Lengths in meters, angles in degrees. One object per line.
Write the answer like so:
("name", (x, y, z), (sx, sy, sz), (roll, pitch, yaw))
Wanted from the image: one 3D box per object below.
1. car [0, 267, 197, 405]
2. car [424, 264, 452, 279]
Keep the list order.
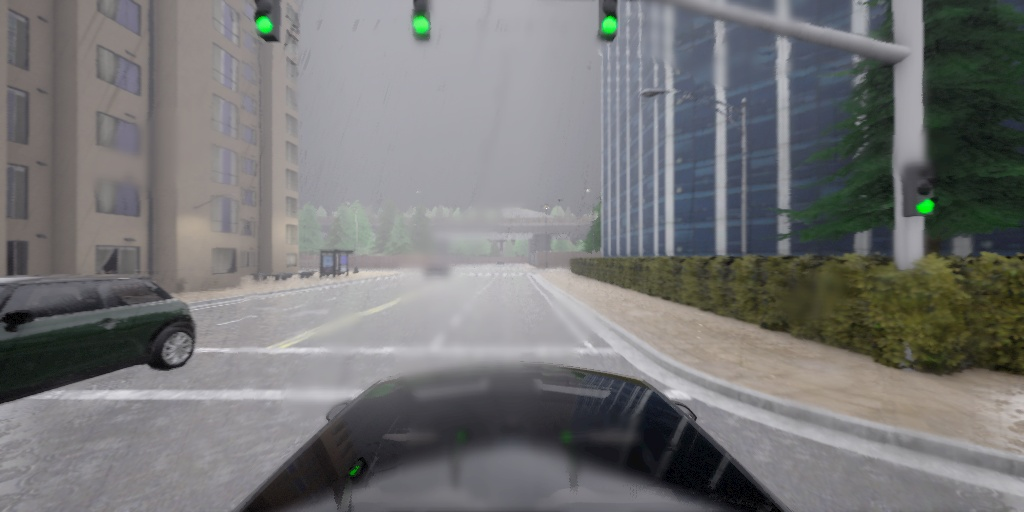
("car", (-6.999, 1.065, 4.807), (2.097, 1.767, 4.553), (0, -1, 0))
("car", (-6.996, 1.399, 34.076), (1.895, 1.301, 4.718), (0, 0, 0))
